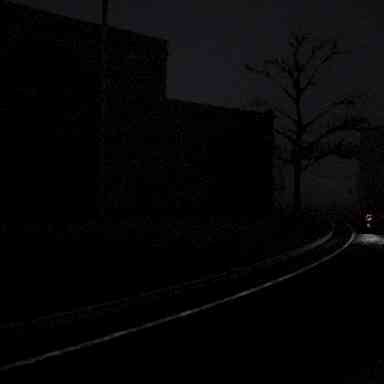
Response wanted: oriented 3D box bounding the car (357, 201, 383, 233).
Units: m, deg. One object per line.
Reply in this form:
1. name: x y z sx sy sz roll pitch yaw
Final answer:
1. car: 10.859 1.353 19.198 2.097 1.767 4.553 0 0 22
